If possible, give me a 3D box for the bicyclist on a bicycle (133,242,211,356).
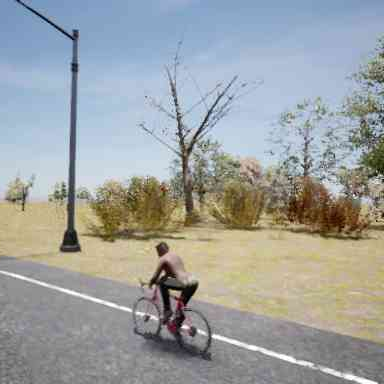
[{"bbox_3d":[-0.371,1.640,5.288,1.656,1.620,0.582,-1,-3,38],"label":"bicyclist on a bicycle"}]
